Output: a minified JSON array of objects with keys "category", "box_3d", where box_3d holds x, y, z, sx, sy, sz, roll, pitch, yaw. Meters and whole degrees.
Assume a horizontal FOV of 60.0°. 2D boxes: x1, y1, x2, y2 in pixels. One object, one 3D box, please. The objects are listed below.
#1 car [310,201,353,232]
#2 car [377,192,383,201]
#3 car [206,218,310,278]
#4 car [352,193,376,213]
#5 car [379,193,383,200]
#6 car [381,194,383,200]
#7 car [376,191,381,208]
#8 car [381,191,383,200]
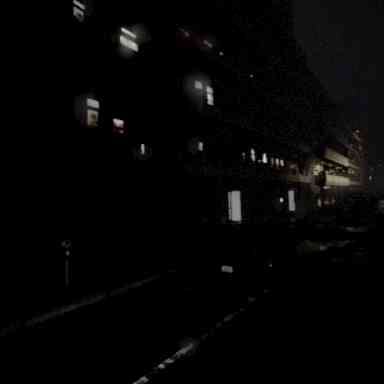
[{"category":"car","box_3d":[8.104,1.481,19.822,1.752,1.417,4.829,-2,-1,33]},{"category":"car","box_3d":[38.753,0.893,67.324,1.967,1.590,4.097,-2,-1,33]},{"category":"car","box_3d":[2.085,1.618,10.493,1.947,1.339,4.313,-2,-1,33]},{"category":"car","box_3d":[17.362,1.245,34.175,1.967,1.590,4.097,-2,-1,33]},{"category":"car","box_3d":[41.813,0.946,72.060,1.887,1.381,4.507,-2,-1,33]},{"category":"car","box_3d":[23.478,1.287,43.645,1.802,1.307,4.206,-2,-1,33]},{"category":"car","box_3d":[20.414,1.070,38.911,2.192,1.841,5.009,-2,-1,33]},{"category":"car","box_3d":[35.694,0.819,62.590,2.192,1.841,5.009,-2,-1,33]}]
